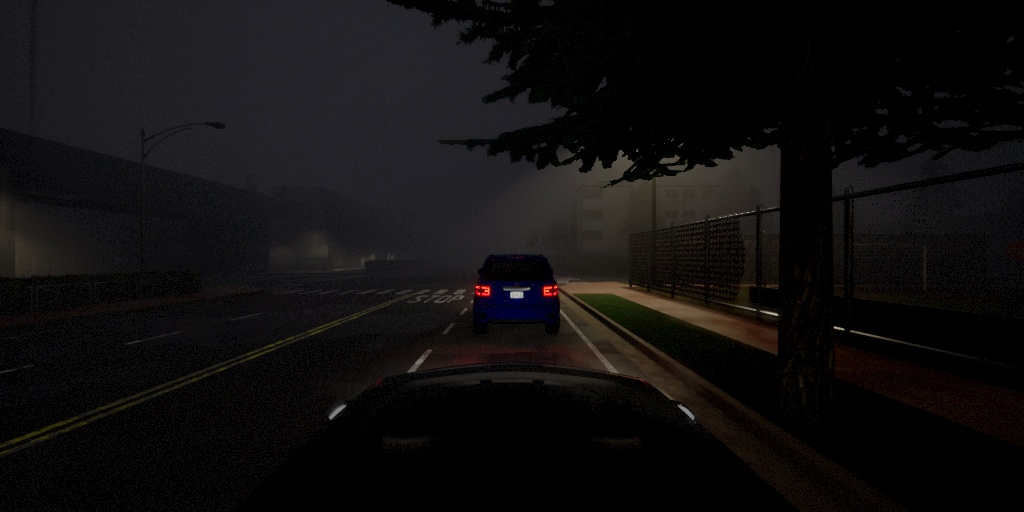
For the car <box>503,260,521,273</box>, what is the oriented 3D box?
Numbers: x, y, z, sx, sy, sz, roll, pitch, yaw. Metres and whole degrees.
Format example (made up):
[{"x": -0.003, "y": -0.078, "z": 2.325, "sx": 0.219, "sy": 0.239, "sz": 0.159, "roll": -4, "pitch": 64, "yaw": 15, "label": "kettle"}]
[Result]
[{"x": 0.015, "y": 1.241, "z": 45.649, "sx": 2.128, "sy": 1.511, "sz": 4.902, "roll": 0, "pitch": 0, "yaw": 0, "label": "car"}]

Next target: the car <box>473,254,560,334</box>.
[{"x": 0.113, "y": 0.971, "z": 10.780, "sx": 2.150, "sy": 2.045, "sz": 5.566, "roll": 0, "pitch": 0, "yaw": 0, "label": "car"}]
